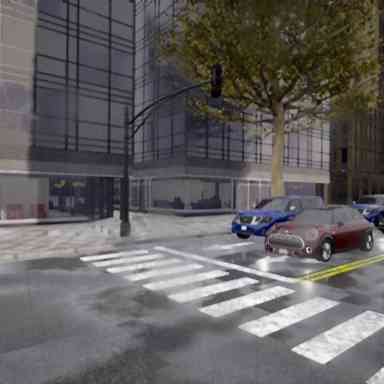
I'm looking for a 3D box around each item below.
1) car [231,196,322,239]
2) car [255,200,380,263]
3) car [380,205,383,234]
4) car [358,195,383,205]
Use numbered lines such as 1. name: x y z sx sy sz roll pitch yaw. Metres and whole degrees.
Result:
1. car: 4.397 1.207 16.092 5.566 2.045 2.150 0 0 -39
2. car: 4.701 1.346 12.167 4.553 1.767 2.097 0 0 -39
3. car: 12.077 1.549 18.100 5.357 1.411 2.033 0 0 -39
4. car: 12.478 1.214 22.587 5.566 2.045 2.150 0 0 -39
